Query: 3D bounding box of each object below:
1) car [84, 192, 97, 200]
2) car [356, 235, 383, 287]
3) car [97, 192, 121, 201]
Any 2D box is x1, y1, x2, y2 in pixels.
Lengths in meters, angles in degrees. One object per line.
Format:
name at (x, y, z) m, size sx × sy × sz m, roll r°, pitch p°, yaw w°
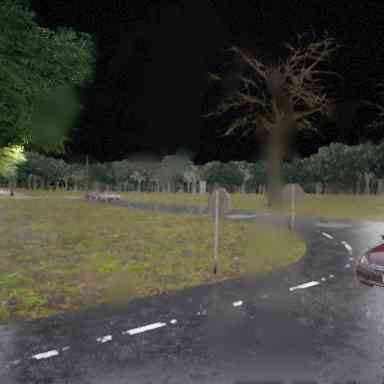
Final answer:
car at (-18.011, 0.705, 60.255) m, size 1.895 × 1.301 × 4.718 m, roll 2°, pitch -1°, yaw -36°
car at (5.895, 1.482, 8.057) m, size 4.674 × 1.442 × 1.812 m, roll -1°, pitch 1°, yaw -35°
car at (-13.265, 0.739, 53.708) m, size 1.895 × 1.301 × 4.718 m, roll 2°, pitch -1°, yaw -34°
